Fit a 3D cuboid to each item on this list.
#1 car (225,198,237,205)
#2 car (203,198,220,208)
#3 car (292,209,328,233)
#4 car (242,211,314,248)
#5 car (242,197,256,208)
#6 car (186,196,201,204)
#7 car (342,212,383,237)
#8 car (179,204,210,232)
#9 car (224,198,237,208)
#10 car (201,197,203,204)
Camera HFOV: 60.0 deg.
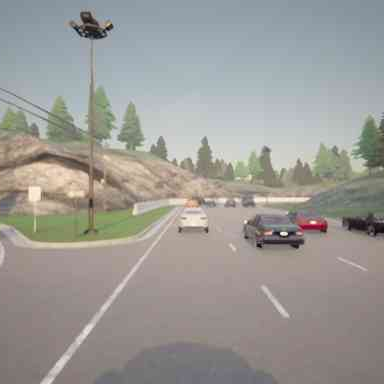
[{"bbox_3d":[8.366,2.089,71.330,1.812,1.442,4.674,0,-1,17],"label":"car"},{"bbox_3d":[3.537,2.109,62.128,2.128,1.511,4.902,0,-1,2],"label":"car"},{"bbox_3d":[7.103,1.778,21.464,1.994,1.385,4.181,0,-1,0],"label":"car"},{"bbox_3d":[3.603,1.703,15.536,2.033,1.411,5.357,0,-1,0],"label":"car"},{"bbox_3d":[10.519,2.111,61.031,1.837,1.490,4.892,0,-1,2],"label":"car"},{"bbox_3d":[0.037,1.970,62.160,2.097,1.767,4.553,0,-1,2],"label":"car"},{"bbox_3d":[10.603,1.794,19.381,1.895,1.301,4.718,0,-1,0],"label":"car"},{"bbox_3d":[0.090,1.745,21.965,1.812,1.442,4.674,0,-1,0],"label":"car"},{"bbox_3d":[7.019,2.154,61.031,2.033,1.411,5.357,0,-1,2],"label":"car"},{"bbox_3d":[1.384,1.937,72.227,2.150,2.045,5.566,0,-1,17],"label":"car"}]
